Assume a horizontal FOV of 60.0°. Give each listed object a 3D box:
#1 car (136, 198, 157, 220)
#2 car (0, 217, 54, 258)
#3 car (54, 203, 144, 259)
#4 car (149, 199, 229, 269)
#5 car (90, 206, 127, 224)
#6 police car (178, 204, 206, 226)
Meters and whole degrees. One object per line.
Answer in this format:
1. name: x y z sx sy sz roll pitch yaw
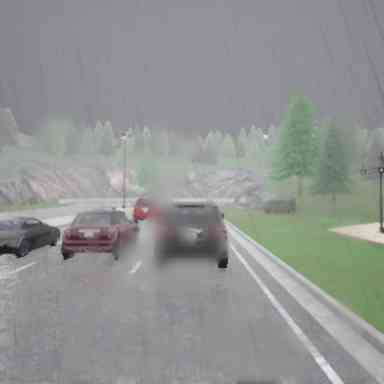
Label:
1. car: -3.485 1.509 27.558 2.150 2.045 5.566 0 0 0
2. car: -6.975 1.704 13.484 1.994 1.385 4.181 0 -1 1
3. car: -3.474 1.490 13.419 2.097 1.767 4.553 0 -1 1
4. car: 0.003 1.327 11.694 2.150 2.045 5.566 0 0 0
5. car: -6.976 1.892 28.238 1.895 1.301 4.718 0 -1 1
6. police car: 0.012 1.778 27.138 2.038 1.542 4.974 0 -1 0
